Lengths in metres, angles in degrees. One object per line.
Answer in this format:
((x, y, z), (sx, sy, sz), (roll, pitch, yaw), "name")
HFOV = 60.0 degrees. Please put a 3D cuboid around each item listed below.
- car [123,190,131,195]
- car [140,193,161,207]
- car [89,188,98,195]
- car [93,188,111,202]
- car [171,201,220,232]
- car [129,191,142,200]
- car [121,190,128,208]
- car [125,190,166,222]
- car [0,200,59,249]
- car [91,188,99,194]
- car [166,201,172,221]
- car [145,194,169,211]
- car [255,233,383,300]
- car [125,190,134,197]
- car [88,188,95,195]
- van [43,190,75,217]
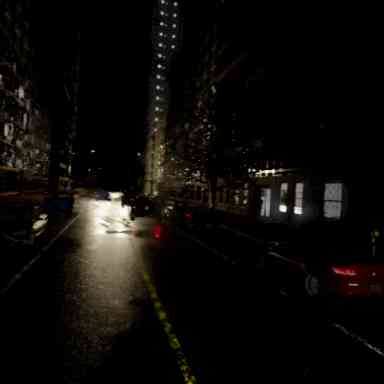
((-17.901, 0.076, 91.363), (1.947, 1.339, 4.313), (3, 0, -14), "car")
((-5.268, 0.954, 41.721), (1.967, 1.590, 4.097), (3, 0, -14), "car")
((-23.207, -0.122, 78.268), (1.802, 1.307, 4.206), (3, 0, -14), "car")
((-12.353, 0.570, 46.512), (1.882, 1.535, 5.008), (3, 0, -14), "car")
((0.339, 1.490, 19.659), (2.008, 1.369, 4.403), (3, 0, -14), "car")
((-10.886, 0.622, 63.786), (1.887, 1.381, 4.507), (3, 0, -14), "car")
((-6.884, 0.798, 37.389), (2.097, 1.767, 4.553), (3, 0, -14), "car")
((-3.486, 1.057, 24.056), (2.097, 1.767, 4.553), (3, 0, -14), "car")
((-6.367, 1.149, 12.075), (2.008, 1.369, 4.403), (3, 0, -14), "car")
((-26.010, -0.388, 89.300), (1.887, 1.381, 4.507), (3, 0, -14), "car")
((-1.065, 1.386, 25.175), (2.008, 1.369, 4.403), (3, 0, -14), "car")
((-3.865, 1.062, 36.206), (1.967, 1.590, 4.097), (3, 0, -14), "car")
((3.144, 1.723, 8.628), (1.802, 1.307, 4.206), (3, 0, -14), "car")
((-15.096, 0.305, 80.332), (1.947, 1.339, 4.313), (3, 0, -14), "car")
((-21.802, -0.045, 72.751), (1.887, 1.381, 4.507), (3, 0, -14), "car")
((-9.162, 0.734, 23.106), (1.690, 1.788, 3.998), (3, 0, -14), "van")
